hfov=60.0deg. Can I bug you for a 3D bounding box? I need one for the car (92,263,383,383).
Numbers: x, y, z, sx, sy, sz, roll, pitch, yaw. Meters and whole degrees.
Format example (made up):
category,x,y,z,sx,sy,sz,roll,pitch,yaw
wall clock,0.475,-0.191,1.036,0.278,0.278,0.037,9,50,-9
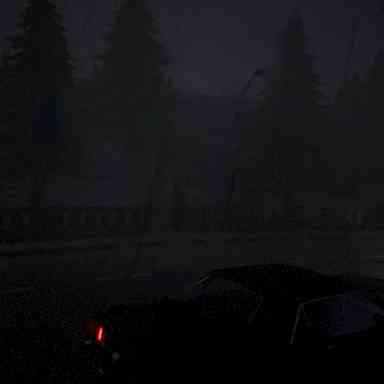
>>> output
category,x,y,z,sx,sy,sz,roll,pitch,yaw
car,1.337,1.617,4.112,4.718,1.301,1.895,0,0,-27
